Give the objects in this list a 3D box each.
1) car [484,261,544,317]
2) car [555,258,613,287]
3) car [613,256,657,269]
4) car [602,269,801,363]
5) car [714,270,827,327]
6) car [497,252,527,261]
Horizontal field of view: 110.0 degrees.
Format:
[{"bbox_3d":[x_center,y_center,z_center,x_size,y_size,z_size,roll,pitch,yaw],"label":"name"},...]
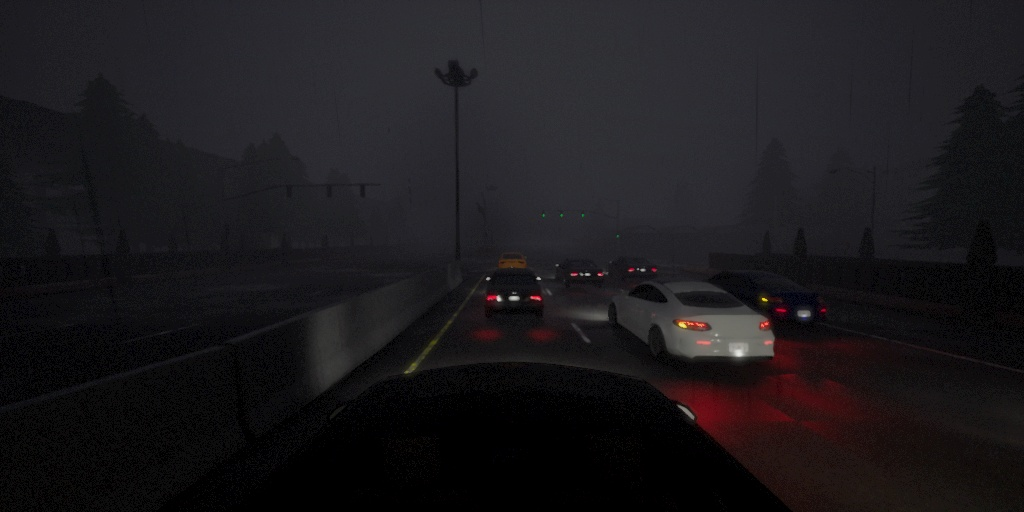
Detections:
[{"bbox_3d":[0.057,1.116,12.465,2.033,1.411,5.357,0,2,0],"label":"car"},{"bbox_3d":[3.526,0.801,19.360,2.033,1.411,5.357,0,3,0],"label":"car"},{"bbox_3d":[7.173,0.687,21.826,2.033,1.411,5.357,0,3,3],"label":"car"},{"bbox_3d":[3.574,1.230,7.969,1.812,1.442,4.674,0,1,0],"label":"car"},{"bbox_3d":[7.060,1.152,10.970,1.812,1.442,4.674,0,2,0],"label":"car"},{"bbox_3d":[0.002,0.481,24.641,1.882,1.535,5.008,0,3,0],"label":"car"}]
